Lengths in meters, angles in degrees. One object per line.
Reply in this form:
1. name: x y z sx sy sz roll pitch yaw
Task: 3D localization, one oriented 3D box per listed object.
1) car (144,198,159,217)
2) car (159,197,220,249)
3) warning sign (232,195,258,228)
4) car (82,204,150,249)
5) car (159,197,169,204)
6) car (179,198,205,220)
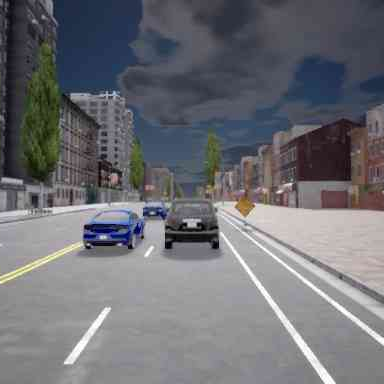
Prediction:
1. car: -3.251 1.562 29.672 1.882 1.535 5.008 0 0 0
2. car: 0.000 1.282 14.695 2.150 2.045 5.566 0 0 0
3. warning sign: 3.191 1.155 20.061 1.300 1.860 1.060 -2 -2 0
4. car: -3.250 1.509 14.661 1.882 1.535 5.008 0 0 0
5. car: -6.502 1.894 76.769 1.837 1.490 4.892 0 -1 0
6. car: -0.001 1.443 29.643 2.097 1.767 4.553 0 0 0
